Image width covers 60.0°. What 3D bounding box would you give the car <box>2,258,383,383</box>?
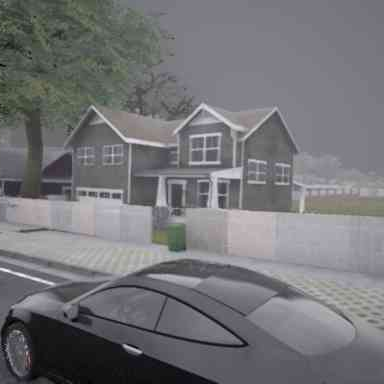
[{"bbox_3d":[-0.233,1.507,3.695,4.674,1.442,1.812,1,0,35],"label":"car"}]
